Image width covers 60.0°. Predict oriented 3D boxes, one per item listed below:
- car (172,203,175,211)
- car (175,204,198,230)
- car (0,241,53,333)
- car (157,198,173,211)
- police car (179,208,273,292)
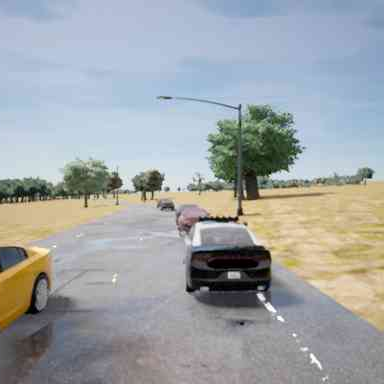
[{"bbox_3d":[-0.308,1.662,25.181,1.837,1.490,4.892,0,0,-5],"label":"car"},{"bbox_3d":[0.142,1.643,19.163,1.812,1.442,4.674,0,0,-4],"label":"car"},{"bbox_3d":[-3.698,1.504,4.783,1.882,1.535,5.008,0,0,-2],"label":"car"},{"bbox_3d":[-3.439,1.860,46.022,1.837,1.490,4.892,0,-1,-7],"label":"car"},{"bbox_3d":[0.719,1.478,9.233,1.930,1.638,5.238,0,0,-3],"label":"police car"}]
